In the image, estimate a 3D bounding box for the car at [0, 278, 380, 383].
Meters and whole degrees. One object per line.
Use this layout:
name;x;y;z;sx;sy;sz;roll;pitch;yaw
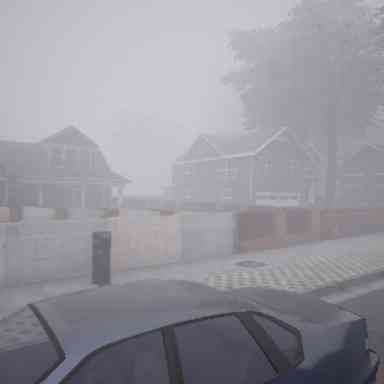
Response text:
car;-0.624;1.549;2.606;5.357;1.411;2.033;0;0;-35
